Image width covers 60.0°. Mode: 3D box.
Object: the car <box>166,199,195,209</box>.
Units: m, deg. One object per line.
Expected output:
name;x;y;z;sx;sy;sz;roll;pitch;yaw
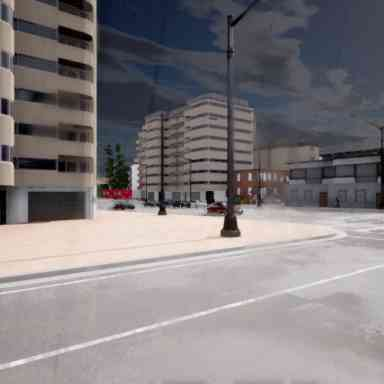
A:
car;-2.119;2.251;60.693;1.837;1.490;4.892;0;-1;-36

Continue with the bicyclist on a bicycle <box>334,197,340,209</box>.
bicyclist on a bicycle;20.237;1.512;46.422;1.656;1.620;0.582;0;-1;-37

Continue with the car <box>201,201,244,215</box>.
car;3.434;1.766;35.534;1.812;1.442;4.674;0;-1;-37

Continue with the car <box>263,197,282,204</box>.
car;16.309;1.791;67.669;1.970;1.475;3.806;0;-1;-37

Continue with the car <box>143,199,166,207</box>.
car;-8.272;2.399;68.820;2.033;1.411;5.357;0;0;-37

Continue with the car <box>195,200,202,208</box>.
car;0.746;2.270;62.710;1.812;1.442;4.674;0;-1;-36

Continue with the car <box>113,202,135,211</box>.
car;-11.336;2.316;55.355;2.033;1.411;5.357;0;-1;-36
